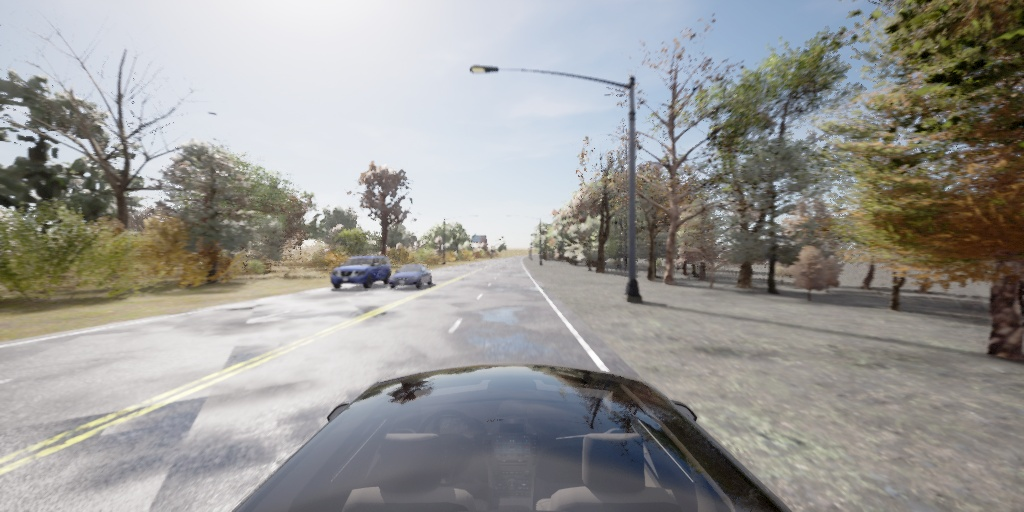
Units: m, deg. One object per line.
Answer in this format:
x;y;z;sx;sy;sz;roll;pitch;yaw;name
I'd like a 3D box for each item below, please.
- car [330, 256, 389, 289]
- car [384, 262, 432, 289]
-9.696;1.001;23.645;2.150;2.045;5.566;0;0;0;car
-6.449;1.281;23.360;1.812;1.442;4.674;0;0;0;car
